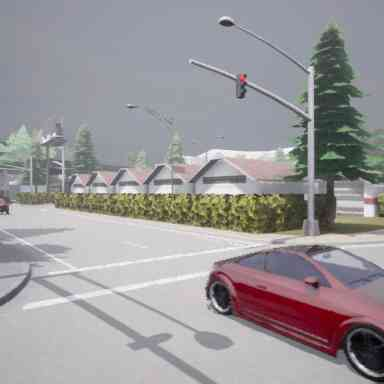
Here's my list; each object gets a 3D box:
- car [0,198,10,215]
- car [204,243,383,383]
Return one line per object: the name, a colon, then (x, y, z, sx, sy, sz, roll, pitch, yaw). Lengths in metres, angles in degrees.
car: (-19.224, 1.335, 32.641, 1.882, 1.535, 5.008, 0, 0, -38)
car: (2.110, 1.622, 5.544, 1.994, 1.385, 4.181, 0, 1, -38)
